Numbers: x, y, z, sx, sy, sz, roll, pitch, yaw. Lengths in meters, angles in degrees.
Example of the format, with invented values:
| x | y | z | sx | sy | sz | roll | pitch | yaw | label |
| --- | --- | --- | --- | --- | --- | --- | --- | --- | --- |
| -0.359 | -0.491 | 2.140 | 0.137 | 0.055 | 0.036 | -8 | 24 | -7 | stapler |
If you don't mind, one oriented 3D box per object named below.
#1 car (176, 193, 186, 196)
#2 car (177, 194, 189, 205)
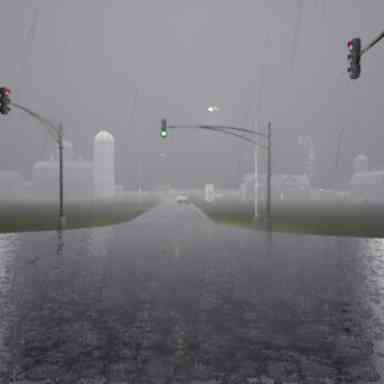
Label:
| x | y | z | sx | sy | sz | roll | pitch | yaw | label |
| --- | --- | --- | --- | --- | --- | --- | --- | --- | --- |
| -2.155 | 1.221 | 72.490 | 2.150 | 2.045 | 5.566 | 0 | 0 | -4 | car |
| -1.564 | 1.589 | 62.456 | 1.812 | 1.442 | 4.674 | 0 | 0 | -3 | car |
